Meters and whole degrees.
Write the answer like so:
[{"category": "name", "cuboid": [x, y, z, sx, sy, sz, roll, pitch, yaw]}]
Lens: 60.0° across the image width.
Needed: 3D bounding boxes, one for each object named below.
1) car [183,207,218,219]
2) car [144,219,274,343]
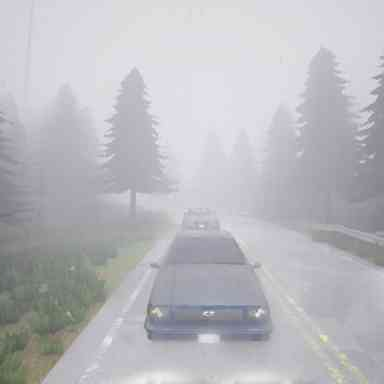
[{"category": "car", "cuboid": [0.448, 1.584, 19.161, 1.994, 1.385, 4.181, 0, 0, -2]}, {"category": "car", "cuboid": [0.271, 1.557, 7.076, 2.033, 1.411, 5.357, 0, 0, 1]}]
